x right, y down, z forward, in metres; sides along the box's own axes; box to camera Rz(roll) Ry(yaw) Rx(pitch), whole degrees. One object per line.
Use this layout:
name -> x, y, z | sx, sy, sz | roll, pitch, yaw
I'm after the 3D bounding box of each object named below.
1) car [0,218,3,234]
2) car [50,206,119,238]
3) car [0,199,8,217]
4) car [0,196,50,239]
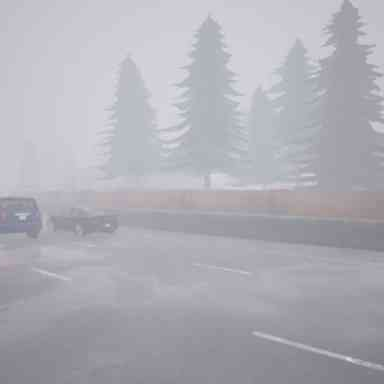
car -> -8.331, 1.544, 10.758 | 5.357, 1.411, 2.033 | 0, 0, 41
car -> -6.012, 1.488, 18.093 | 5.008, 1.535, 1.882 | 0, 0, 42
car -> -19.441, 1.490, 31.900 | 2.128, 1.511, 4.902 | 0, 0, -41
car -> -9.452, 1.222, 16.459 | 5.566, 2.045, 2.150 | 0, 0, 42
